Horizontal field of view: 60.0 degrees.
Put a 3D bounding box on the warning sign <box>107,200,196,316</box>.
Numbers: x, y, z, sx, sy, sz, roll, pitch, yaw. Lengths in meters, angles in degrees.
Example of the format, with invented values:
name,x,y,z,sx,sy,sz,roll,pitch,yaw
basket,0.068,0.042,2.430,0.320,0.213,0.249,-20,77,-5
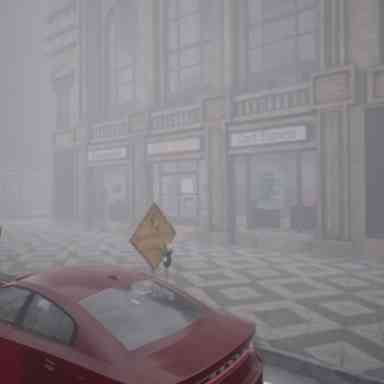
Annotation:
name,x,y,z,sx,sy,sz,roll,pitch,yaw
warning sign,-0.738,1.114,6.310,1.060,1.860,1.300,-1,0,35

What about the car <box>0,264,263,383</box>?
name,x,y,z,sx,sy,sz,roll,pitch,yaw
car,-1.436,1.543,3.880,4.507,1.381,1.887,0,-1,36
